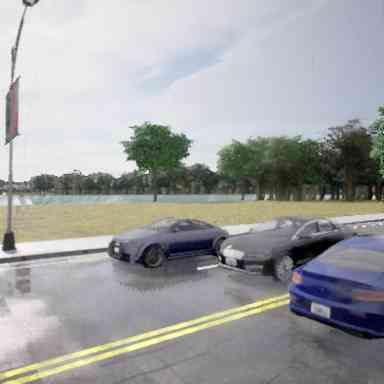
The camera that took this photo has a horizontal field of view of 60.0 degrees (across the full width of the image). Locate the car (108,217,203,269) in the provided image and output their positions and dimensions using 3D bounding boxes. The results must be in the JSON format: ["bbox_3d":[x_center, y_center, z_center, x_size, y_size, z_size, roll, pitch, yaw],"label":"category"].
[{"bbox_3d":[-0.645,1.553,11.206,4.181,1.385,1.994,0,0,-35],"label":"car"}]

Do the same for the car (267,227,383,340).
[{"bbox_3d":[3.709,1.514,6.087,4.674,1.442,1.812,0,0,-35],"label":"car"}]

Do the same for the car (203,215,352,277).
[{"bbox_3d":[2.980,1.477,9.800,4.902,1.511,2.128,0,0,-35],"label":"car"}]
